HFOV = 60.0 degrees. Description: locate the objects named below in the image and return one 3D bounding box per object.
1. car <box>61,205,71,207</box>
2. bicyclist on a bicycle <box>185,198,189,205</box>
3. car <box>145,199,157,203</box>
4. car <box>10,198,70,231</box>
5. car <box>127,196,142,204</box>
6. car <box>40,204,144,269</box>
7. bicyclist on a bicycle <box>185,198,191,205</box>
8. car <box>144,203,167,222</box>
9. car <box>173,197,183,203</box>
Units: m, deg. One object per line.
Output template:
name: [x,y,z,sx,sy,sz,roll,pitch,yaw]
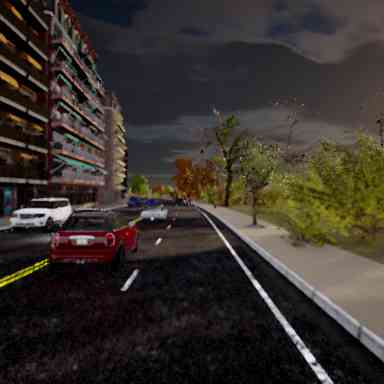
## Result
car: [-6.618,1.717,20.691,1.812,1.442,4.674,0,-1,0]
bicyclist on a bicycle: [-1.069,2.128,75.984,0.866,1.612,1.509,0,0,-4]
car: [-7.595,2.052,62.174,1.882,1.535,5.008,0,0,-3]
car: [-9.857,1.428,22.334,2.150,2.045,5.566,0,-1,0]
car: [-10.918,1.812,63.491,2.150,2.045,5.566,0,0,-3]
car: [-3.154,1.461,11.667,2.097,1.767,4.553,0,0,0]
bicyclist on a bicycle: [-0.444,1.983,66.930,0.659,1.776,1.843,0,0,-4]
car: [-3.185,1.869,28.851,1.895,1.301,4.718,0,-1,0]
car: [-3.610,2.288,94.859,1.994,1.385,4.181,0,0,-6]
